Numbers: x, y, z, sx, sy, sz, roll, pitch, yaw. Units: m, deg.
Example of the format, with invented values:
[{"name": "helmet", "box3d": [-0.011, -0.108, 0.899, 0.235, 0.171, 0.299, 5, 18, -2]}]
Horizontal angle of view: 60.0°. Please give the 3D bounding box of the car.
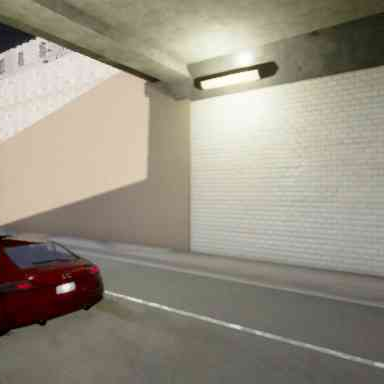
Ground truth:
[{"name": "car", "box3d": [-3.707, 1.545, 6.639, 4.181, 1.385, 1.994, 0, 0, 36]}]
